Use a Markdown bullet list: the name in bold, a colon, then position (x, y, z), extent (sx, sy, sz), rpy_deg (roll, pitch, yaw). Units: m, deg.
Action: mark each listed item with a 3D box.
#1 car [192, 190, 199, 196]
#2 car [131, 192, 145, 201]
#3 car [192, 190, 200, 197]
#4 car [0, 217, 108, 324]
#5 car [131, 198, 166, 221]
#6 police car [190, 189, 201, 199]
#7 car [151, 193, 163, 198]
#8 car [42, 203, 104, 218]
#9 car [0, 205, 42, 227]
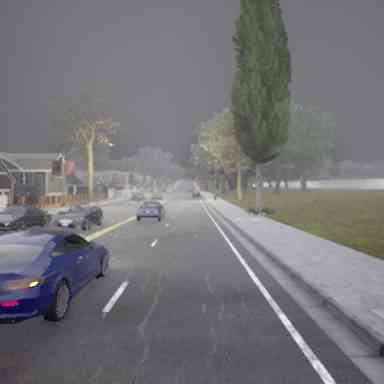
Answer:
- **car**: position (0.976, 0.173, 88.478), extent (1.837, 1.490, 4.892), rpy_deg (0, 1, 0)
- **car**: position (-9.783, 0.781, 60.396), extent (2.097, 1.767, 4.553), rpy_deg (0, 1, 1)
- **car**: position (0.976, 0.329, 82.479), extent (1.837, 1.490, 4.892), rpy_deg (0, 2, 0)
- **car**: position (-3.148, 1.518, 7.067), extent (1.812, 1.442, 4.674), rpy_deg (0, 0, 0)
- **car**: position (-3.150, 1.454, 26.096), extent (2.033, 1.411, 5.357), rpy_deg (0, 0, 0)
- **police car**: position (0.977, 0.526, 72.590), extent (1.930, 1.638, 5.238), rpy_deg (0, 2, 0)
- **car**: position (-6.522, 0.957, 61.917), extent (1.994, 1.385, 4.181), rpy_deg (0, 1, 1)
- **car**: position (-6.598, 1.429, 19.768), extent (2.128, 1.511, 4.902), rpy_deg (0, 0, 0)
- **car**: position (-9.849, 1.488, 19.065), extent (2.033, 1.411, 5.357), rpy_deg (0, 0, 0)
